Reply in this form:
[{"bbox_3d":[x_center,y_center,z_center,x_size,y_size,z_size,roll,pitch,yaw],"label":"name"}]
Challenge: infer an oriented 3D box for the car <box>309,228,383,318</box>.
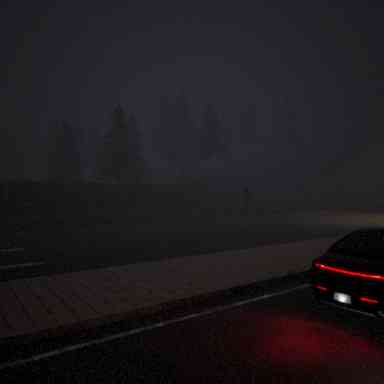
[{"bbox_3d":[4.463,1.505,6.929,4.892,1.490,1.837,0,0,-35],"label":"car"}]
